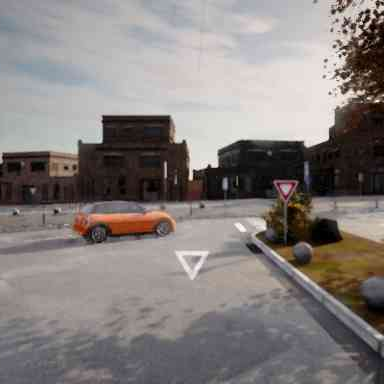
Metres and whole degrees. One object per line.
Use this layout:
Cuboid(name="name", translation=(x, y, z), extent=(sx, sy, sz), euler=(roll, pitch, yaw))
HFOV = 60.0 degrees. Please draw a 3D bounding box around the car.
Cuboid(name="car", translation=(-3.044, 1.193, 15.362), extent=(4.553, 1.767, 2.097), euler=(-1, 1, -34))
